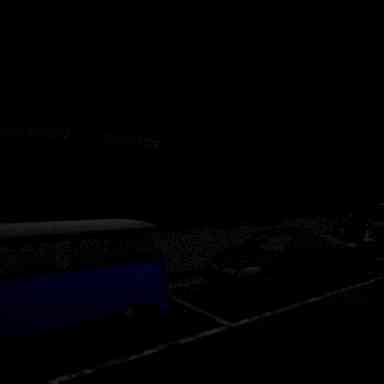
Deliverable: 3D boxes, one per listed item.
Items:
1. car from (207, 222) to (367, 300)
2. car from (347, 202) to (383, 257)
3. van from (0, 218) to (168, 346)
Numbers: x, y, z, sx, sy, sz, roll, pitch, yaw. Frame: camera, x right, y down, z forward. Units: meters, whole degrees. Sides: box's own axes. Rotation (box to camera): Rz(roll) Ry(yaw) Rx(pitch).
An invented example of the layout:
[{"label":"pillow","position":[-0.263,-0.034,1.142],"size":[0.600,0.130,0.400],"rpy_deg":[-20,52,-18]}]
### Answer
[{"label":"car","position":[2.305,1.567,8.300],"size":[4.206,1.307,1.802],"rpy_deg":[0,0,-36]},{"label":"car","position":[6.917,1.292,11.594],"size":[5.009,1.841,2.192],"rpy_deg":[0,0,-36]},{"label":"van","position":[-2.311,1.339,5.009],"size":[3.998,1.788,1.690],"rpy_deg":[0,0,-36]}]
